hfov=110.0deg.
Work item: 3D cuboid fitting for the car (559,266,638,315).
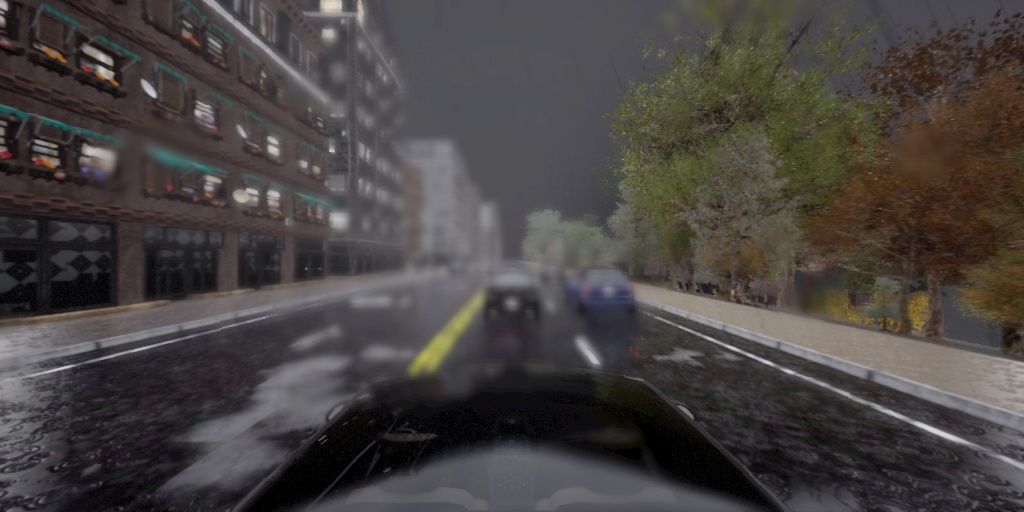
[{"bbox_3d":[3.295,1.187,14.233,2.097,1.767,4.553,0,0,1],"label":"car"}]

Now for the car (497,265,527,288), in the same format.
[{"bbox_3d":[0.025,1.475,27.186,2.033,1.411,5.357,0,0,1],"label":"car"}]

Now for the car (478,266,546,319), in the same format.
[{"bbox_3d":[0.033,1.307,13.345,1.882,1.535,5.008,0,0,1],"label":"car"}]

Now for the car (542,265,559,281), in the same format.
[{"bbox_3d":[3.305,1.474,30.057,1.812,1.442,4.674,0,0,1],"label":"car"}]

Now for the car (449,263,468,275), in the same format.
[{"bbox_3d":[-6.540,1.558,44.109,1.837,1.490,4.892,0,-1,1],"label":"car"}]

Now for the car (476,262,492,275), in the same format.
[{"bbox_3d":[-3.290,1.544,44.139,2.128,1.511,4.902,0,0,1],"label":"car"}]
